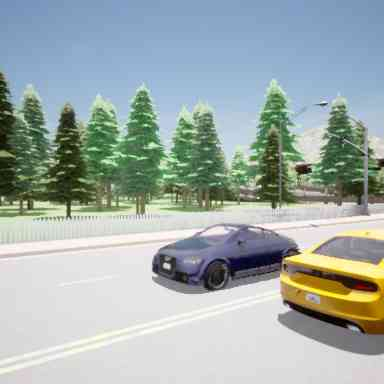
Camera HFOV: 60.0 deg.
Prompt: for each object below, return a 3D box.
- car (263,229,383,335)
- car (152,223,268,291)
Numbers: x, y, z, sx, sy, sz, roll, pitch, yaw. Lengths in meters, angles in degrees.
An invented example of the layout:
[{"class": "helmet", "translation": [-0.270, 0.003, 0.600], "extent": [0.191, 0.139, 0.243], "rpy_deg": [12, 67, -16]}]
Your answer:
[{"class": "car", "translation": [3.878, 1.477, 6.519], "extent": [5.008, 1.535, 1.882], "rpy_deg": [0, 0, -35]}, {"class": "car", "translation": [1.035, 1.564, 9.016], "extent": [4.181, 1.385, 1.994], "rpy_deg": [0, 0, -35]}]
